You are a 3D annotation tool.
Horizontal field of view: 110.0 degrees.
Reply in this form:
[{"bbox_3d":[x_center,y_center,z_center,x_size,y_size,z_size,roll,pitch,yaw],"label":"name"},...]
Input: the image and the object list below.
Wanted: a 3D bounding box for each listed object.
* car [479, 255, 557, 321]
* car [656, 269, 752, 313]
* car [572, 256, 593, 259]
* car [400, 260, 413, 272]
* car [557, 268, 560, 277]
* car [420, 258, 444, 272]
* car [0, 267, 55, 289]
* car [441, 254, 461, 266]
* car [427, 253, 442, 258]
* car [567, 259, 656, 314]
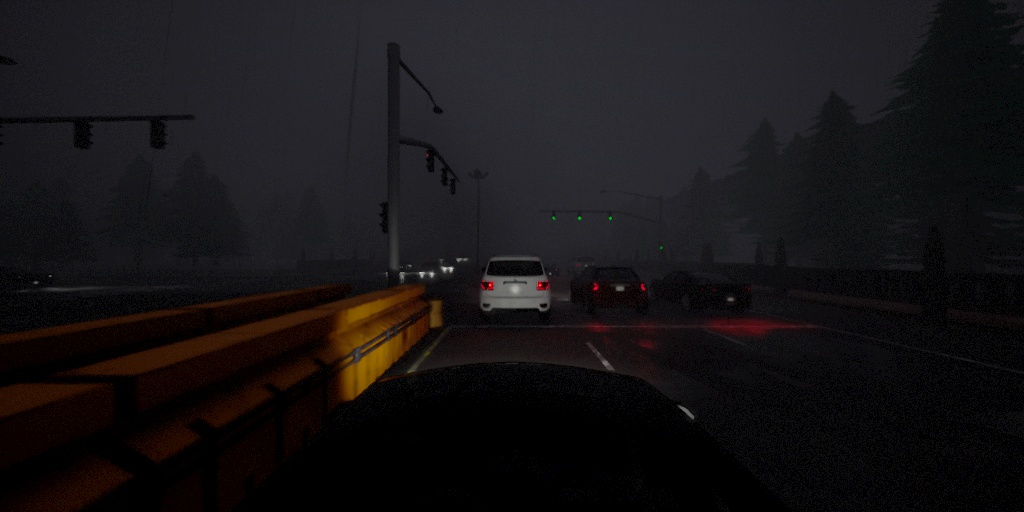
[{"bbox_3d":[0.092,0.980,12.609,2.150,2.045,5.566,0,0,0],"label":"car"},{"bbox_3d":[7.093,1.237,14.095,1.882,1.535,5.008,0,0,0],"label":"car"},{"bbox_3d":[7.092,0.998,36.893,2.150,2.045,5.566,0,0,0],"label":"car"},{"bbox_3d":[-14.092,1.281,45.933,1.837,1.490,4.892,0,0,0],"label":"car"},{"bbox_3d":[3.593,1.377,36.268,1.895,1.301,4.718,0,0,0],"label":"car"},{"bbox_3d":[-10.589,1.338,46.910,1.994,1.385,4.181,0,0,0],"label":"car"},{"bbox_3d":[-32.072,1.366,22.597,4.718,1.301,1.895,0,0,2],"label":"car"},{"bbox_3d":[-10.535,0.910,61.021,2.128,1.511,4.902,0,3,1],"label":"car"},{"bbox_3d":[-14.017,0.823,62.269,1.882,1.535,5.008,0,3,1],"label":"car"},{"bbox_3d":[3.592,1.110,14.031,2.097,1.767,4.553,0,0,0],"label":"car"}]
